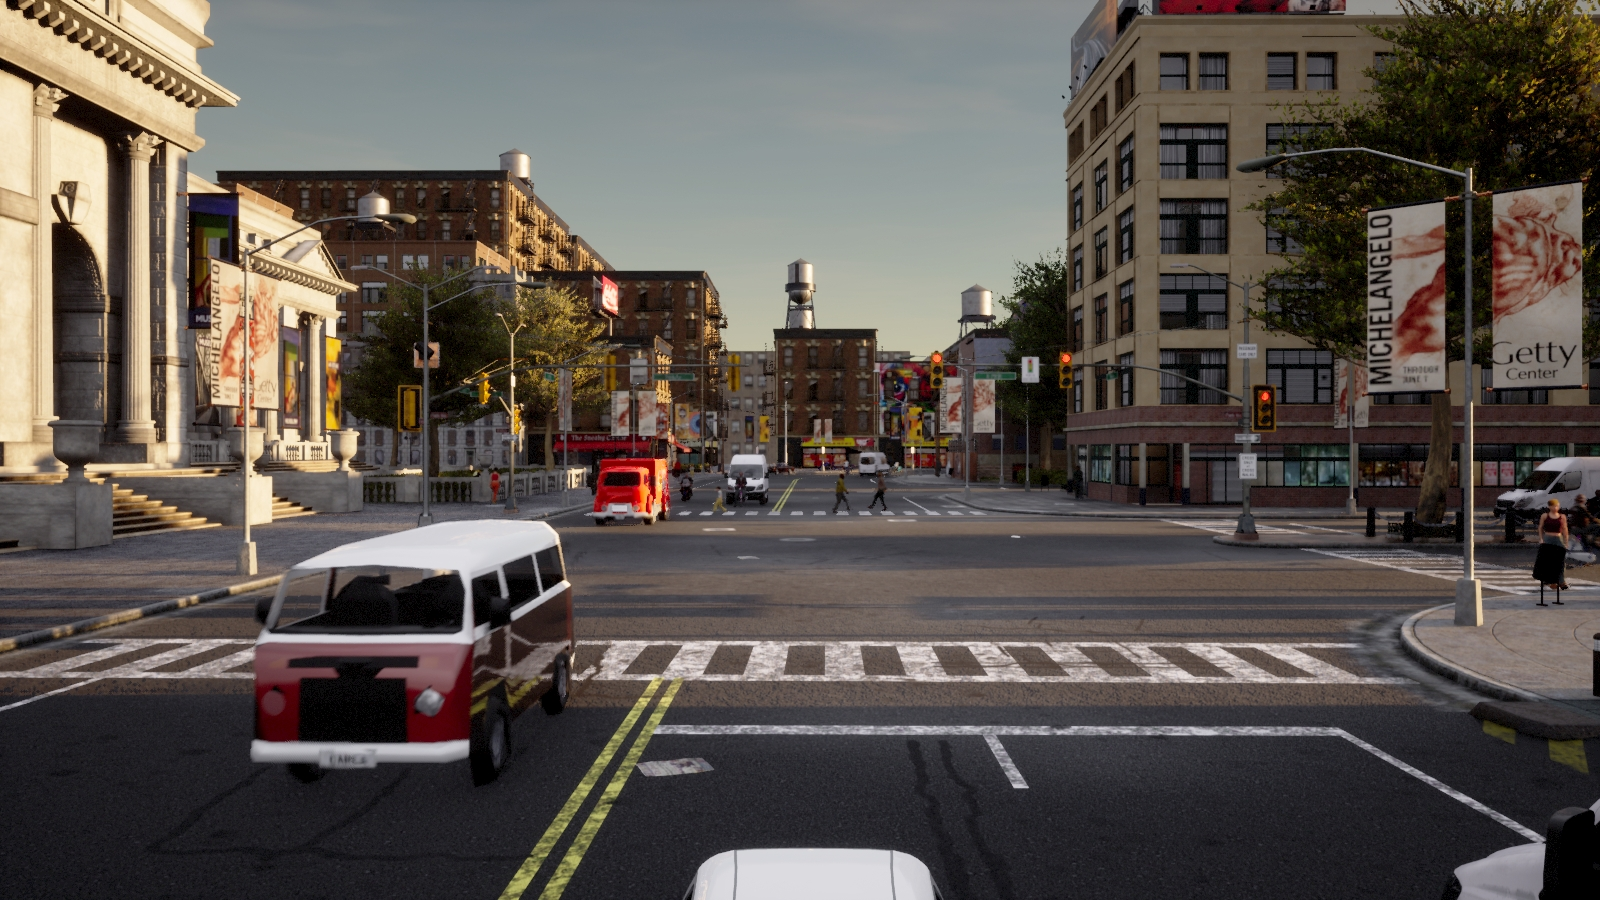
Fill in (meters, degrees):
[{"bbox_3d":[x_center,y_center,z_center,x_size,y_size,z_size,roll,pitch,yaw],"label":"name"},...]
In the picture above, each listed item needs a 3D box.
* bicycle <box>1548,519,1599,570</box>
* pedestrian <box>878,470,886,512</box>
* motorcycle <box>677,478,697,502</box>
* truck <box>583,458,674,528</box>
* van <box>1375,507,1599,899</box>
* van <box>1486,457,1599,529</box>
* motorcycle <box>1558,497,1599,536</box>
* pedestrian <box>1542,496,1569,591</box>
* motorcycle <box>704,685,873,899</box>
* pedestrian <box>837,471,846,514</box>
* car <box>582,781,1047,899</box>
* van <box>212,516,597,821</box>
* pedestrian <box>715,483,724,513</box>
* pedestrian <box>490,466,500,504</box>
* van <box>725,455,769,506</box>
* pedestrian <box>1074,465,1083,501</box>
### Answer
[{"bbox_3d":[18.534,2.210,26.708,1.835,1.171,0.329,0,0,2],"label":"bicycle"},{"bbox_3d":[3.713,1.848,51.736,0.375,1.860,0.375,0,0,5],"label":"pedestrian"},{"bbox_3d":[-6.217,2.205,62.895,0.867,1.251,2.209,0,0,1],"label":"motorcycle"},{"bbox_3d":[-6.467,1.565,43.796,2.627,2.467,5.204,0,0,1],"label":"truck"},{"bbox_3d":[3.538,1.534,2.141,1.988,2.561,5.915,0,0,1],"label":"van"},{"bbox_3d":[28.485,1.534,41.518,5.915,2.561,1.988,0,0,1],"label":"van"},{"bbox_3d":[26.649,2.205,38.041,2.209,1.251,0.867,0,0,1],"label":"motorcycle"},{"bbox_3d":[15.069,1.848,22.794,0.375,1.860,0.375,0,0,23],"label":"pedestrian"},{"bbox_3d":[-0.047,2.182,6.691,0.856,1.236,1.805,0,0,1],"label":"motorcycle"},{"bbox_3d":[1.806,1.849,49.691,0.375,1.860,0.375,0,0,-2],"label":"pedestrian"},{"bbox_3d":[0.047,2.120,3.817,1.481,1.376,2.207,0,0,0],"label":"car"},{"bbox_3d":[-3.396,1.782,10.886,2.069,2.038,4.480,0,0,1],"label":"van"},{"bbox_3d":[-3.559,2.128,50.737,0.375,1.300,0.375,0,0,-1],"label":"pedestrian"},{"bbox_3d":[-14.856,1.697,55.624,0.375,1.860,0.375,0,0,-2],"label":"pedestrian"},{"bbox_3d":[-2.738,1.534,60.743,1.988,2.561,5.915,0,0,1],"label":"van"},{"bbox_3d":[14.517,1.696,59.596,0.375,1.860,0.375,0,0,0],"label":"pedestrian"}]
